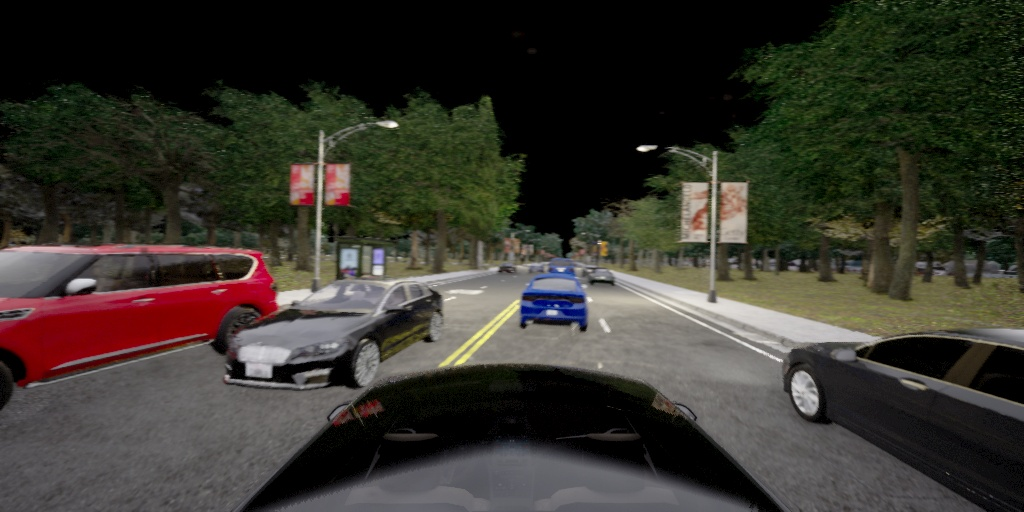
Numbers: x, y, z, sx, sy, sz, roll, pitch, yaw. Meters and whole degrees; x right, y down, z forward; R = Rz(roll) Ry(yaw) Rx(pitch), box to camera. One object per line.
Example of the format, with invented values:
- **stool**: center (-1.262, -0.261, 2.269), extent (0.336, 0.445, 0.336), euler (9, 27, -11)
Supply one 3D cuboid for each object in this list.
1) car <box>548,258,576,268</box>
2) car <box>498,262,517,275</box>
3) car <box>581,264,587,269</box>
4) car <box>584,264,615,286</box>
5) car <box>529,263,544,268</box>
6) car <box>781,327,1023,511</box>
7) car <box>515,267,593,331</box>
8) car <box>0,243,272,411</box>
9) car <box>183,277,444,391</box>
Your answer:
- **car**: center (4.167, 1.236, 30.152), extent (2.150, 2.045, 5.566), euler (2, 0, 8)
- **car**: center (-0.463, 1.510, 44.539), extent (2.033, 1.411, 5.357), euler (2, 0, 9)
- **car**: center (9.254, 1.716, 42.631), extent (2.128, 1.511, 4.902), euler (2, 0, 9)
- **car**: center (7.362, 1.667, 29.842), extent (1.994, 1.385, 4.181), euler (2, 0, 9)
- **car**: center (3.253, 1.607, 47.375), extent (1.812, 1.442, 4.674), euler (2, 0, 9)
- **car**: center (4.447, 1.386, 3.039), extent (1.837, 1.490, 4.892), euler (2, 0, 8)
- **car**: center (1.392, 1.317, 11.602), extent (1.882, 1.535, 5.008), euler (2, 0, 8)
- **car**: center (-6.299, 0.814, 5.400), extent (2.150, 2.045, 5.566), euler (2, 0, 8)
- **car**: center (-2.796, 1.190, 6.905), extent (2.128, 1.511, 4.902), euler (2, 0, 9)
